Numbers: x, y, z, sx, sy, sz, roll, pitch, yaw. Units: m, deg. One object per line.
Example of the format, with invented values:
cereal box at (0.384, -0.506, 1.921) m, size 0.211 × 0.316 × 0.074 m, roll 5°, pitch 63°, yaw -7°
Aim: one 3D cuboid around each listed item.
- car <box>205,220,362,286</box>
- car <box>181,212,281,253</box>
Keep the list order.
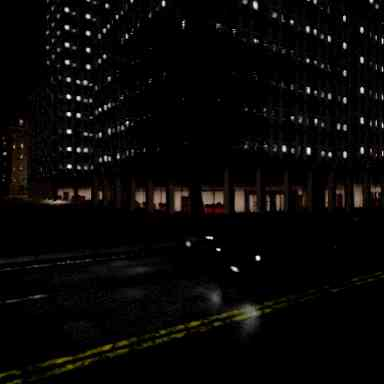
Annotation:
car at (2.890, 1.663, 9.738) m, size 4.718 × 1.301 × 1.895 m, roll 1°, pitch 0°, yaw -35°
car at (1.873, 1.562, 13.004) m, size 4.902 × 1.511 × 2.128 m, roll 1°, pitch 0°, yaw -35°
